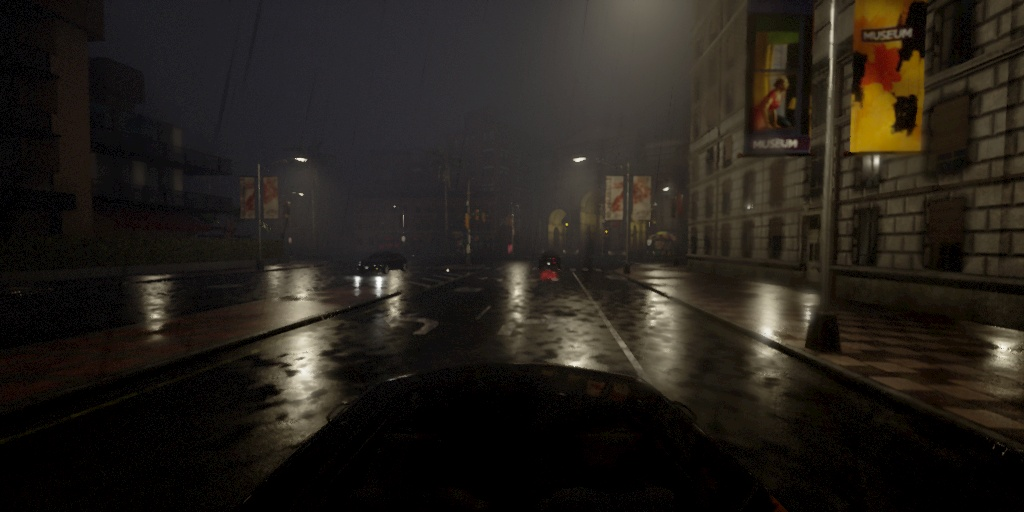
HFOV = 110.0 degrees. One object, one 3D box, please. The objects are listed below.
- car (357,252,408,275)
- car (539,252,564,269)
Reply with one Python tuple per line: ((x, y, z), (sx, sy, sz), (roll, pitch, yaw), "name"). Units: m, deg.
((-8.974, 0.449, 25.238), (1.837, 1.490, 4.892), (1, 2, 7), "car")
((3.509, 0.358, 32.162), (1.837, 1.490, 4.892), (1, 0, 10), "car")
